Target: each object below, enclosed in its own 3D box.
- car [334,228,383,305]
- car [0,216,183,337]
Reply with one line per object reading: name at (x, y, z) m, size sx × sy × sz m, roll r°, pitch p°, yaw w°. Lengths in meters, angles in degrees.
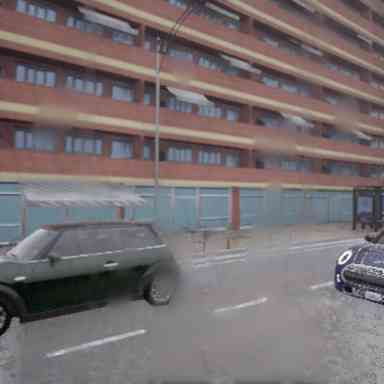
car at (5.376, 1.469, 7.802) m, size 4.553 × 1.767 × 2.097 m, roll 1°, pitch 0°, yaw -35°
car at (-2.477, 1.374, 6.515) m, size 4.553 × 1.767 × 2.097 m, roll 1°, pitch -1°, yaw -35°
